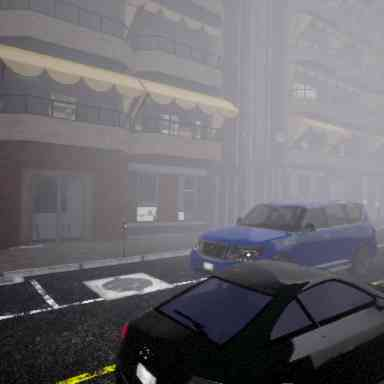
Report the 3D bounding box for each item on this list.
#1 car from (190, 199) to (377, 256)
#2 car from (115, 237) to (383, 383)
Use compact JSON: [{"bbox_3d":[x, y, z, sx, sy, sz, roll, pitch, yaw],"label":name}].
[{"bbox_3d":[2.601,1.225,8.639,5.566,2.045,2.150,0,0,-36],"label":"car"},{"bbox_3d":[1.235,1.566,4.038,4.181,1.385,1.994,0,0,-35],"label":"car"}]
